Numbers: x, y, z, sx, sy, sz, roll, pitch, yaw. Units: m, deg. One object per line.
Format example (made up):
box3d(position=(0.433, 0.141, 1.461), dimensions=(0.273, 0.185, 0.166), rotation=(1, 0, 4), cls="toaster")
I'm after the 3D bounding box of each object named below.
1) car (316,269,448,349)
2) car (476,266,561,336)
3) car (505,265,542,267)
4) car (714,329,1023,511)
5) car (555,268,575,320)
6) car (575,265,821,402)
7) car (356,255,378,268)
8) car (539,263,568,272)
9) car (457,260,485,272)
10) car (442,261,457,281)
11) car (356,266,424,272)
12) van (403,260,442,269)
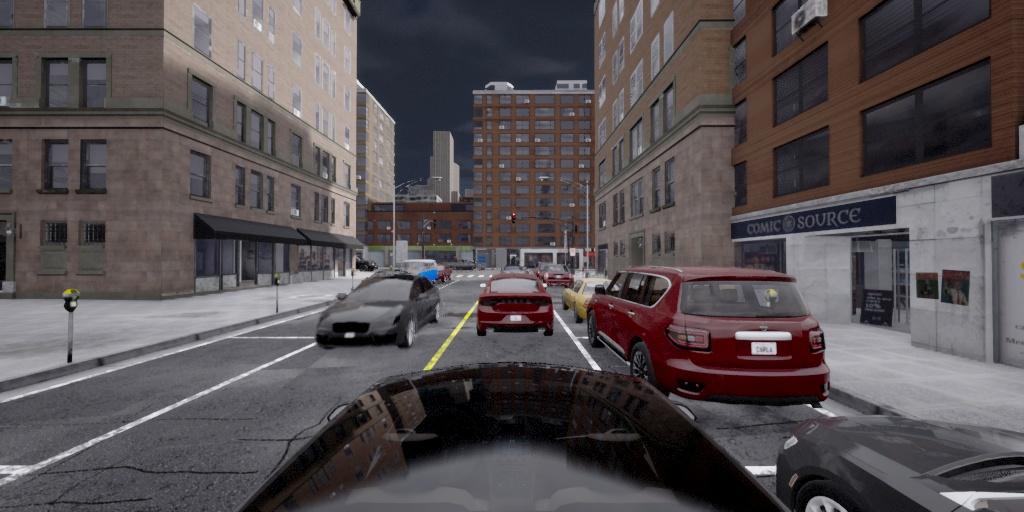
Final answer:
box3d(position=(-3.090, 1.261, 9.266), dimensions=(1.837, 1.490, 4.892), rotation=(0, 0, 0), cls="car")
box3d(position=(0.056, 1.235, 10.471), dimensions=(1.882, 1.535, 5.008), rotation=(0, 0, -1), cls="car")
box3d(position=(0.115, 1.259, 18.017), dimensions=(2.128, 1.511, 4.902), rotation=(0, 0, 0), cls="car")
box3d(position=(2.668, 1.300, 0.721), dimensions=(2.007, 1.370, 4.403), rotation=(0, 0, 0), cls="car")
box3d(position=(2.679, 1.284, 11.855), dimensions=(1.751, 1.417, 4.829), rotation=(0, 0, 0), cls="car")
box3d(position=(2.674, 1.068, 6.202), dimensions=(2.192, 1.841, 5.009), rotation=(0, 0, 0), cls="car")
box3d(position=(-18.352, 0.842, 41.071), dimensions=(5.566, 2.045, 2.150), rotation=(0, -1, 0), cls="car")
box3d(position=(2.690, 1.213, 22.650), dimensions=(1.967, 1.591, 4.097), rotation=(0, 0, 0), cls="car")
box3d(position=(-5.653, 1.254, 44.225), dimensions=(4.892, 1.490, 1.837), rotation=(0, -1, 0), cls="car")
box3d(position=(-5.829, 1.326, 28.143), dimensions=(1.888, 1.381, 4.507), rotation=(0, 0, 0), cls="car")
box3d(position=(-5.841, 1.331, 17.178), dimensions=(1.948, 1.339, 4.313), rotation=(0, 0, 0), cls="car")
box3d(position=(-5.835, 1.114, 22.661), dimensions=(1.690, 1.789, 3.998), rotation=(0, 0, 0), cls="van")
